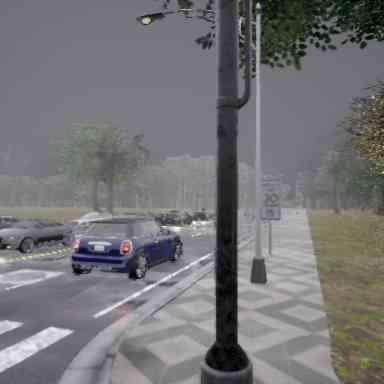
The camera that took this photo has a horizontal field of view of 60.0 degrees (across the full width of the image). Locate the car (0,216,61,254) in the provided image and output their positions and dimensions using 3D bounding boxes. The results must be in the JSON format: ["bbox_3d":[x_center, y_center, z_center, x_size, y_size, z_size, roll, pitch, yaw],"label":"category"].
[{"bbox_3d":[-7.437,1.964,15.487,1.994,1.385,4.181,0,-2,18],"label":"car"}]

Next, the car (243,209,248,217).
[{"bbox_3d":[9.925,3.525,56.342,1.994,1.385,4.181,0,-2,19],"label":"car"}]

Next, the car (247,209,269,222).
[{"bbox_3d":[8.694,2.980,42.467,1.812,1.442,4.674,0,-2,19],"label":"car"}]

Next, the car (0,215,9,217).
[{"bbox_3d":[-10.393,1.921,16.931,2.128,1.511,4.902,0,-2,19],"label":"car"}]

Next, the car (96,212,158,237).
[{"bbox_3d":[-4.505,2.269,24.242,2.033,1.411,5.357,0,-2,19],"label":"car"}]

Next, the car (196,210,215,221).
[{"bbox_3d":[1.752,2.961,42.709,2.033,1.411,5.357,0,-2,19],"label":"car"}]

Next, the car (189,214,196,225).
[{"bbox_3d":[-1.486,2.619,33.203,1.994,1.385,4.181,0,-2,18],"label":"car"}]

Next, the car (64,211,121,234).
[{"bbox_3d":[-7.479,2.275,25.608,1.812,1.442,4.674,0,-2,19],"label":"car"}]

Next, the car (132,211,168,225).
[{"bbox_3d":[-4.290,2.701,35.051,1.895,1.301,4.718,0,-2,19],"label":"car"}]

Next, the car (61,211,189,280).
[{"bbox_3d":[-1.918,1.639,11.169,2.097,1.767,4.553,0,-2,17],"label":"car"}]
